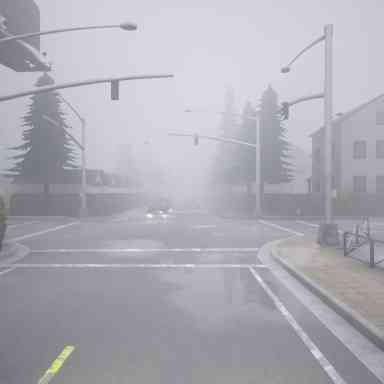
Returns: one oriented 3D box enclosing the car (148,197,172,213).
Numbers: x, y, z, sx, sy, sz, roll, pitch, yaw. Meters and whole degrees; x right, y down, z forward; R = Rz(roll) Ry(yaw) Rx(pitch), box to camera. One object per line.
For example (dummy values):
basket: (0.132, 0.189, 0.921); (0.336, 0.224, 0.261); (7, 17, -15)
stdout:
car: (-3.666, 1.352, 37.036); (2.097, 1.767, 4.553); (0, 0, 0)

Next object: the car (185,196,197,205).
car: (-0.108, 1.491, 59.238); (2.128, 1.511, 4.902); (0, 0, 0)
